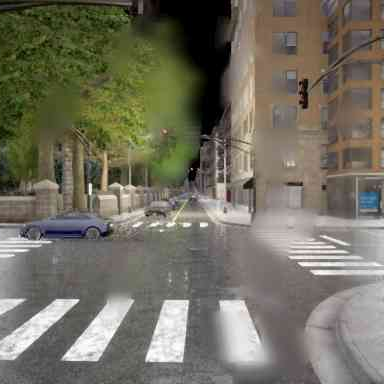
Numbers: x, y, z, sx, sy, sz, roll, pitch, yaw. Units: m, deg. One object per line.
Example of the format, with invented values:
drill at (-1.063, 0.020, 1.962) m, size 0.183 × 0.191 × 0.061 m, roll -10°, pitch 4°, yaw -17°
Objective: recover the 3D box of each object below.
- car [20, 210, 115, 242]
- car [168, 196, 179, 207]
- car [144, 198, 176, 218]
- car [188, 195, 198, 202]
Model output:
car at (-5.837, 1.560, 15.896) m, size 4.181 × 1.385 × 1.994 m, roll 0°, pitch 0°, yaw 1°
car at (-2.997, 1.465, 40.780) m, size 1.837 × 1.490 × 4.892 m, roll 0°, pitch 0°, yaw 0°
car at (-2.998, 1.526, 30.708) m, size 2.033 × 1.411 × 5.357 m, roll 0°, pitch 0°, yaw 4°
car at (0.210, 1.424, 70.816) m, size 1.812 × 1.442 × 4.674 m, roll 0°, pitch 0°, yaw 0°
